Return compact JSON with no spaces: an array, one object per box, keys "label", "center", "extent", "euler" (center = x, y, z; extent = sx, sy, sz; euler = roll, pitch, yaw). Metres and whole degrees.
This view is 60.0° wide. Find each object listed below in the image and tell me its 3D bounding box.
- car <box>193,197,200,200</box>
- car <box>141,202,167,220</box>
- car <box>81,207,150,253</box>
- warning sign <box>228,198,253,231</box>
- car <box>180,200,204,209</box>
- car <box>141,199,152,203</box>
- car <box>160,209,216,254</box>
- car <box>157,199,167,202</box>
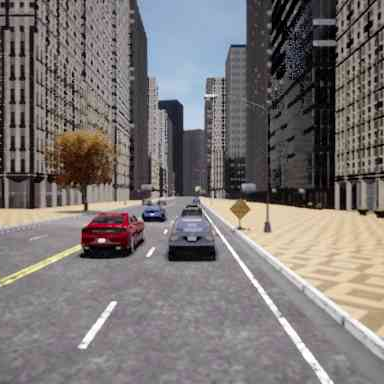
[{"label":"car","center":[1.130,2.144,85.804],"extent":[2.097,1.767,4.553],"euler":[0,-1,0]},{"label":"car","center":[-3.248,1.835,29.294],"extent":[1.994,1.385,4.181],"euler":[0,0,0]},{"label":"car","center":[-3.245,1.612,14.474],"extent":[1.882,1.535,5.008],"euler":[0,0,0]},{"label":"warning sign","center":[2.863,1.299,19.813],"extent":[1.300,1.860,1.060],"euler":[1,0,0]},{"label":"car","center":[0.002,1.779,29.284],"extent":[1.837,1.490,4.892],"euler":[0,0,0]},{"label":"car","center":[-9.756,2.187,71.784],"extent":[2.128,1.511,4.902],"euler":[0,-1,0]},{"label":"car","center":[0.000,1.677,13.979],"extent":[2.033,1.411,5.357],"euler":[0,0,0]},{"label":"car","center":[-6.506,2.214,71.785],"extent":[1.994,1.385,4.181],"euler":[0,-1,0]}]
